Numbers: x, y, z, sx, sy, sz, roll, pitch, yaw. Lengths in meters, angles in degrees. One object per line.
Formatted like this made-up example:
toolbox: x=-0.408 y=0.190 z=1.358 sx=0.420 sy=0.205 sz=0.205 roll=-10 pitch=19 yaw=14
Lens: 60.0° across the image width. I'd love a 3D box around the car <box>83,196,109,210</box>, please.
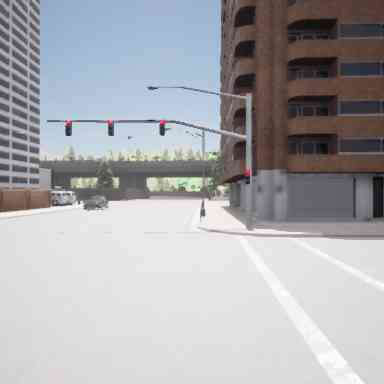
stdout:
car: x=-12.165 y=1.283 z=42.227 sx=2.097 sy=1.767 sz=4.553 roll=0 pitch=0 yaw=2
